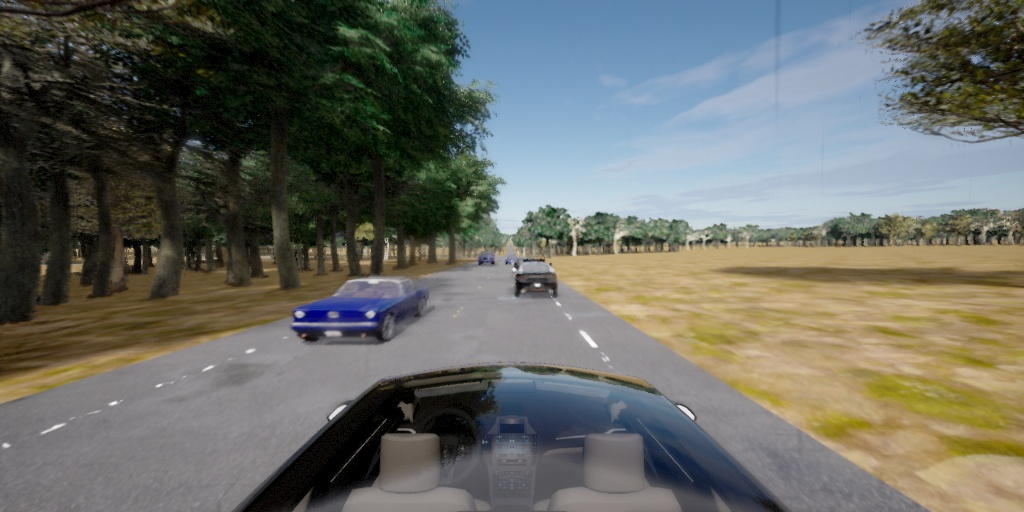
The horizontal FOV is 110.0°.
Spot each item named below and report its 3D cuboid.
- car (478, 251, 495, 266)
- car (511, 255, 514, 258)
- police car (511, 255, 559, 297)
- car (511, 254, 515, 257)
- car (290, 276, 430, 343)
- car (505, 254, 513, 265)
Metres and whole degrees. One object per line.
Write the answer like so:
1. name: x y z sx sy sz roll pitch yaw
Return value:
1. car: -3.563 0.281 51.330 2.150 2.045 5.566 0 1 1
2. car: 1.047 0.889 27.145 1.837 1.490 4.892 0 1 0
3. police car: 1.049 0.948 17.252 1.930 1.638 5.238 0 1 0
4. car: 1.047 0.827 33.148 1.812 1.442 4.674 0 1 0
5. car: -3.595 1.236 9.436 1.895 1.301 4.718 0 1 0
6. car: -0.003 0.605 53.214 1.994 1.385 4.181 0 1 1
